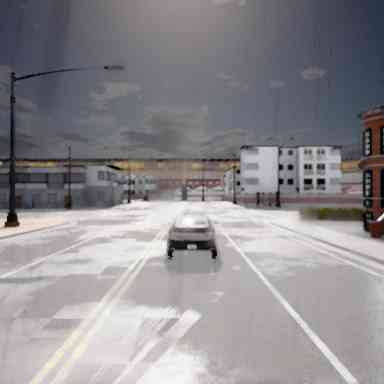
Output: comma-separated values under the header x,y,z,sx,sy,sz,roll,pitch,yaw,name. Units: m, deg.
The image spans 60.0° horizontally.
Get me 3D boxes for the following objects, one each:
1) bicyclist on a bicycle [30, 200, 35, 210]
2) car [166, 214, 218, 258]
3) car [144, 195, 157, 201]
x,y,z,sx,sy,sz,roll,pitch,yaw,name
-26.411,2.103,55.159,0.582,1.620,1.656,-1,0,-1,bicyclist on a bicycle
0.021,1.637,13.489,2.128,1.511,4.902,0,0,0,car
-10.760,1.482,86.136,2.097,1.767,4.553,0,0,-33,car
